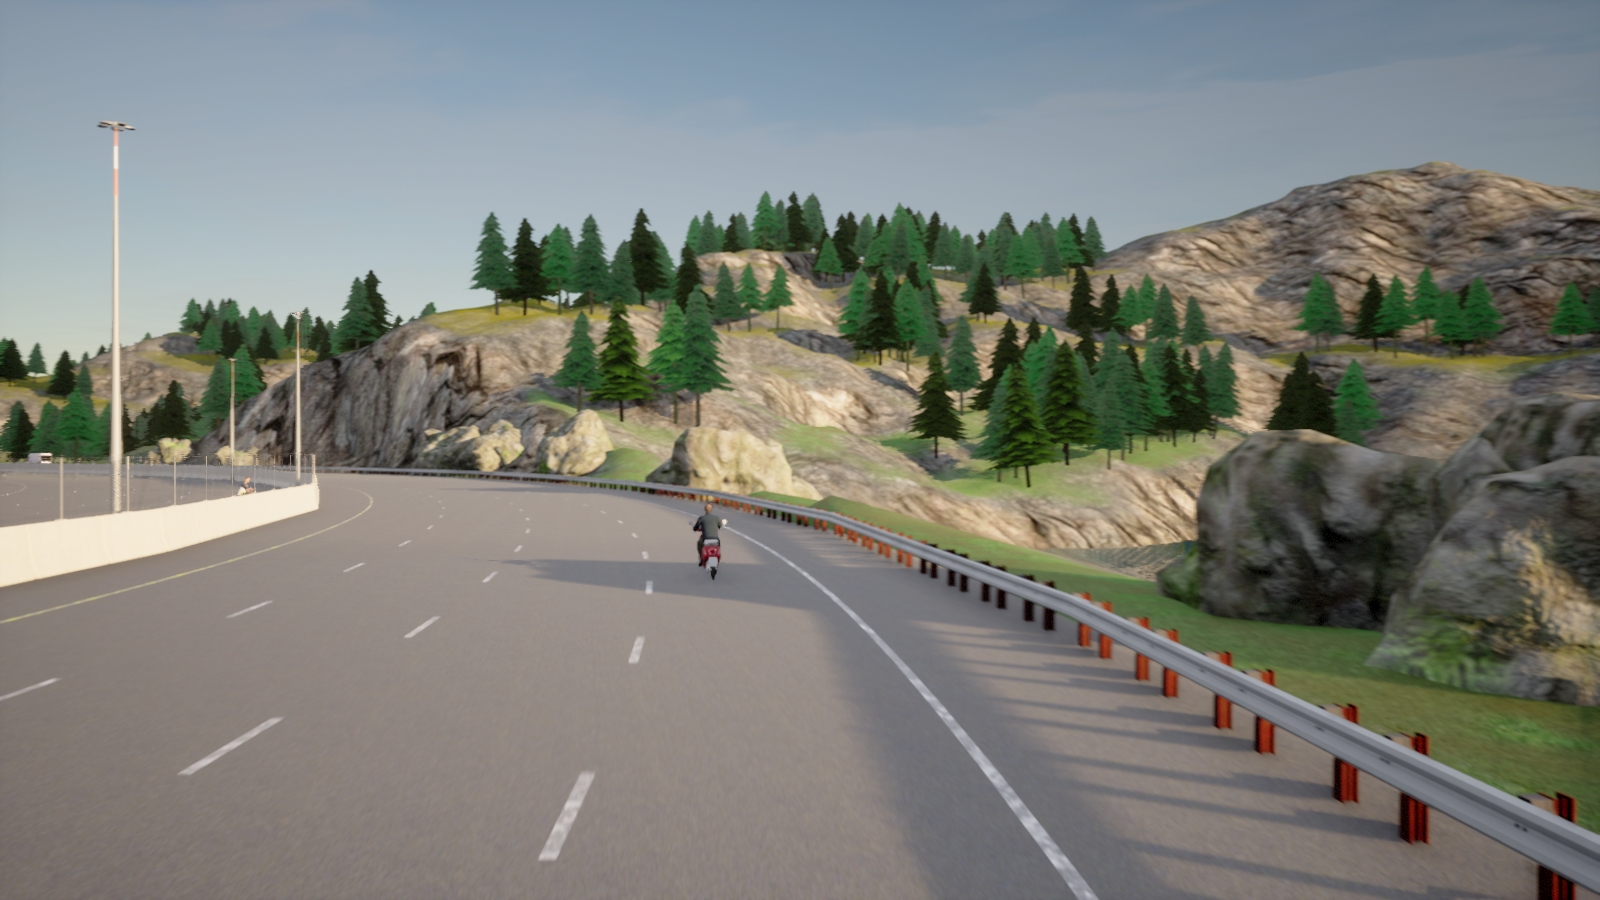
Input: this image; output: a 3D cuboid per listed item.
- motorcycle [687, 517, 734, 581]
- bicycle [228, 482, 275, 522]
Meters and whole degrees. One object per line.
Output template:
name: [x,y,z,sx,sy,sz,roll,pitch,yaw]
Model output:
motorcycle: [-2.014,2.191,25.563,0.856,1.236,1.805,-2,0,-9]
bicycle: [-22.222,2.102,46.270,1.643,1.514,0.373,-3,-3,-10]
